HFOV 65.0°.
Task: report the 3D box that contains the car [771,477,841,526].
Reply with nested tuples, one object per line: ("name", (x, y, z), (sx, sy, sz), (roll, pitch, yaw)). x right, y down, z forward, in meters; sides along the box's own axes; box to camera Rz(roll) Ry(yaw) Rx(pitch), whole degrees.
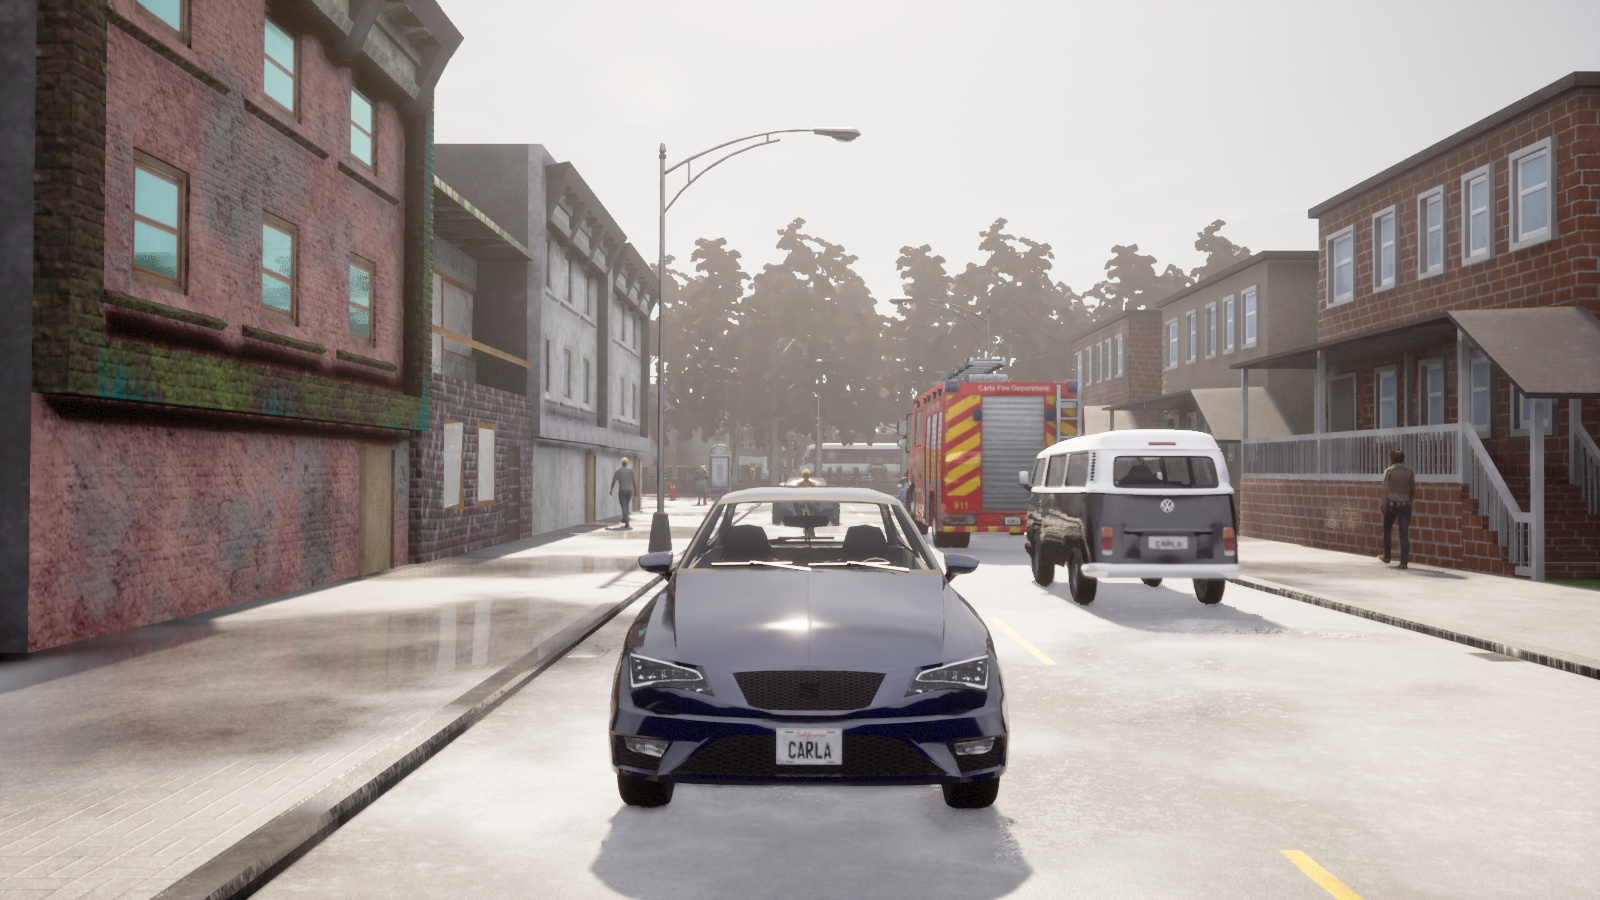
("car", (0.198, 1.514, 38.000), (1.994, 1.385, 4.181), (0, -1, 0))

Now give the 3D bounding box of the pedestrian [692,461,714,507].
("pedestrian", (-4.118, 1.431, 53.143), (0.659, 1.952, 0.873), (-1, -1, 17))

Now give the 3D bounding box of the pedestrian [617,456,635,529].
("pedestrian", (-4.436, 1.078, 31.969), (0.354, 1.836, 0.706), (0, -1, -17))

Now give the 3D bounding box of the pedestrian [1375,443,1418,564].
("pedestrian", (9.122, 0.810, 19.214), (0.328, 1.805, 0.869), (0, -1, 8))

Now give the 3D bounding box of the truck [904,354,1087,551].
("truck", (4.152, 0.115, 28.691), (2.891, 3.827, 8.468), (0, -1, 0))

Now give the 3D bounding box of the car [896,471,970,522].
("car", (4.212, 1.453, 40.435), (1.882, 1.535, 5.008), (0, -1, 0))

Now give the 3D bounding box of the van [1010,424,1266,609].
("van", (4.093, 0.787, 16.078), (2.069, 2.038, 4.480), (0, -1, 0))

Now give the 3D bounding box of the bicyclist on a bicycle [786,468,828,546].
("bicyclist on a bicycle", (0.144, 1.202, 26.961), (0.866, 1.612, 1.509), (0, -1, 0))

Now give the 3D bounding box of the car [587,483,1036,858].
("car", (0.052, 0.949, 7.201), (1.816, 1.474, 4.193), (0, -1, 0))
